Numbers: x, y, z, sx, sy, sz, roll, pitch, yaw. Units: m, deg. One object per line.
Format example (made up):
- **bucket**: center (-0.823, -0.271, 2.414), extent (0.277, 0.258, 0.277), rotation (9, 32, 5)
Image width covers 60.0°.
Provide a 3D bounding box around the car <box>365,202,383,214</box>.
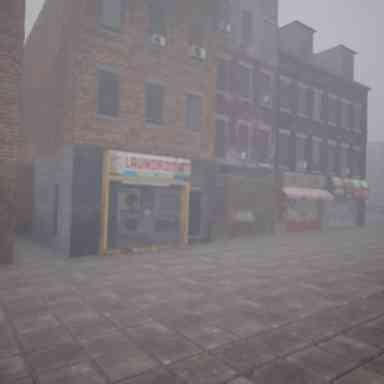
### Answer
- **car**: center (22.112, 2.073, 41.808), extent (1.837, 1.490, 4.892), rotation (3, -2, -35)
